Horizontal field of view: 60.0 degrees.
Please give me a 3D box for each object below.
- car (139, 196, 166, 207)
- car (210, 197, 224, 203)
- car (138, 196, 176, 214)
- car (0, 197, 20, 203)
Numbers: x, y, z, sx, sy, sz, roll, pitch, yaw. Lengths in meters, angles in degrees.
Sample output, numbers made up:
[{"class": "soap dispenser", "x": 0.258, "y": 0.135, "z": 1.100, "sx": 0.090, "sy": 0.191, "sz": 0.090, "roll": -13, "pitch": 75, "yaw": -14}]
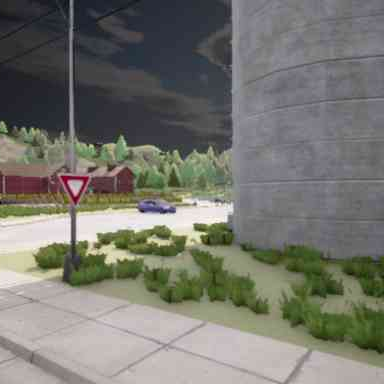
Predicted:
[{"class": "car", "x": -6.785, "y": 1.579, "z": 56.930, "sx": 4.605, "sy": 1.855, "sz": 1.932, "roll": 0, "pitch": 0, "yaw": 35}, {"class": "car", "x": 5.958, "y": 1.793, "z": 75.450, "sx": 3.905, "sy": 1.438, "sz": 1.784, "roll": 0, "pitch": 0, "yaw": 35}, {"class": "car", "x": -3.961, "y": 1.656, "z": 37.847, "sx": 4.611, "sy": 1.667, "sz": 2.242, "roll": 0, "pitch": 0, "yaw": 35}, {"class": "car", "x": -32.971, "y": 1.738, "z": 58.852, "sx": 1.837, "sy": 1.490, "sz": 4.892, "roll": 0, "pitch": 0, "yaw": 35}]
